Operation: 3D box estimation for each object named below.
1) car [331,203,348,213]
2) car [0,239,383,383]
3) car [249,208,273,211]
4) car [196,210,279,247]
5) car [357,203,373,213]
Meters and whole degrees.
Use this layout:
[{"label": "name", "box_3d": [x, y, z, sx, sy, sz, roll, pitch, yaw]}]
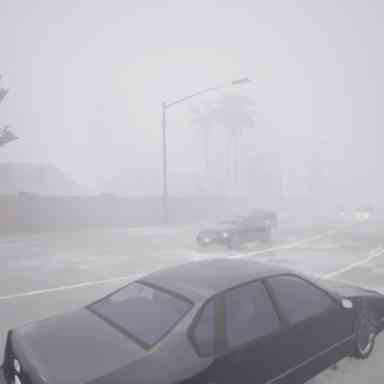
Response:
[{"label": "car", "box_3d": [23.176, 2.446, 52.123, 1.812, 1.442, 4.674, -1, -1, 34]}, {"label": "car", "box_3d": [0.567, 1.613, 4.248, 5.357, 1.411, 2.033, 1, -1, -39]}, {"label": "car", "box_3d": [4.988, 1.957, 25.160, 2.128, 1.511, 4.902, -1, -1, 34]}, {"label": "car", "box_3d": [2.164, 1.797, 15.778, 1.812, 1.442, 4.674, -1, -1, 41]}, {"label": "car", "box_3d": [26.295, 2.363, 50.537, 2.128, 1.511, 4.902, -1, -1, 34]}]
